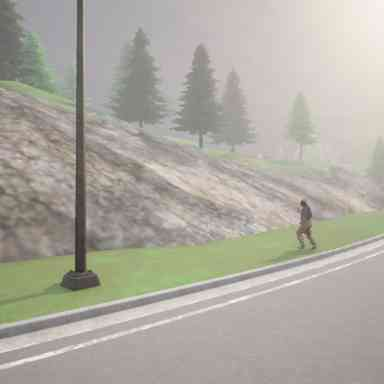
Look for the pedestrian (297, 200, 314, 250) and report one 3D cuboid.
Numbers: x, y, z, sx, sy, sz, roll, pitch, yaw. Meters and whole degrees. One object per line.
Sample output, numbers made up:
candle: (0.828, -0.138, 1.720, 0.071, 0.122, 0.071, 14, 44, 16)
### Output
pedestrian: (4.035, 1.143, 11.949, 0.375, 1.860, 0.375, 0, 0, -43)
